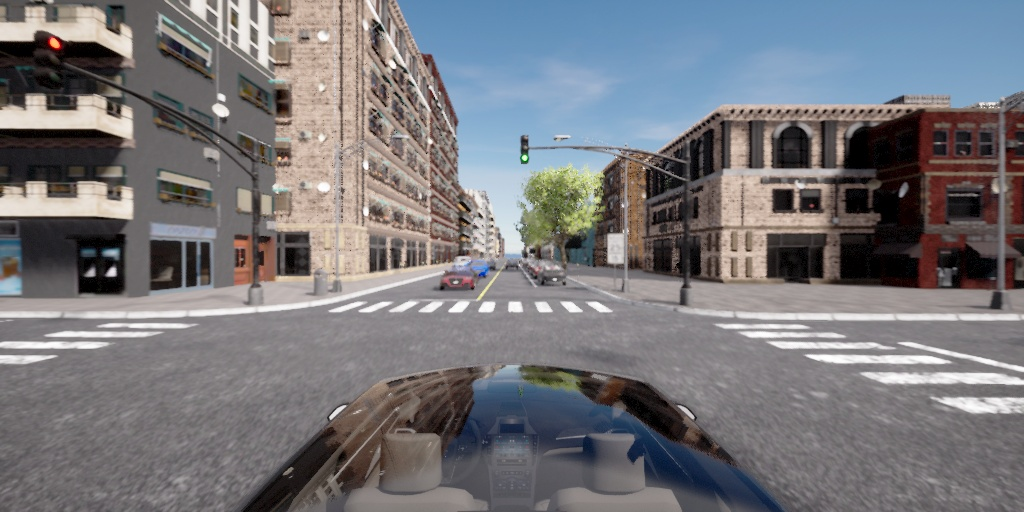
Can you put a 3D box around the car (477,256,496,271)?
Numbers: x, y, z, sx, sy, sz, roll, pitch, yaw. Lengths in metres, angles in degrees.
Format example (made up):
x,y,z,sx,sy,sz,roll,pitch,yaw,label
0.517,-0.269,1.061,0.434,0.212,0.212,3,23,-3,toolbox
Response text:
x,y,z,sx,sy,sz,roll,pitch,yaw,label
-3.059,1.103,46.335,2.128,1.511,4.902,0,0,0,car

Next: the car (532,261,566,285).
x,y,z,sx,sy,sz,roll,pitch,yaw,label
2.686,1.224,24.703,2.007,1.370,4.403,0,0,0,car

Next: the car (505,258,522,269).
x,y,z,sx,sy,sz,roll,pitch,yaw,label
-0.008,1.150,51.053,2.033,1.411,5.357,0,0,0,car

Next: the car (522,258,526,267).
x,y,z,sx,sy,sz,roll,pitch,yaw,label
2.682,1.148,53.186,2.007,1.370,4.403,0,0,0,car

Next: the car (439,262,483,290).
x,y,z,sx,sy,sz,roll,pitch,yaw,label
-3.086,1.246,21.645,1.994,1.385,4.181,0,0,0,car

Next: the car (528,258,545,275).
x,y,z,sx,sy,sz,roll,pitch,yaw,label
2.686,1.097,30.400,1.967,1.591,4.097,0,0,0,car

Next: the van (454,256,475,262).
x,y,z,sx,sy,sz,roll,pitch,yaw,label
-5.697,0.966,41.793,1.690,1.789,3.998,0,0,0,van

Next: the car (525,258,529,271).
x,y,z,sx,sy,sz,roll,pitch,yaw,label
2.684,1.080,36.096,1.967,1.591,4.097,0,0,0,car

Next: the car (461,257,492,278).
x,y,z,sx,sy,sz,roll,pitch,yaw,label
-3.087,1.130,32.088,1.882,1.535,5.008,0,0,0,car
